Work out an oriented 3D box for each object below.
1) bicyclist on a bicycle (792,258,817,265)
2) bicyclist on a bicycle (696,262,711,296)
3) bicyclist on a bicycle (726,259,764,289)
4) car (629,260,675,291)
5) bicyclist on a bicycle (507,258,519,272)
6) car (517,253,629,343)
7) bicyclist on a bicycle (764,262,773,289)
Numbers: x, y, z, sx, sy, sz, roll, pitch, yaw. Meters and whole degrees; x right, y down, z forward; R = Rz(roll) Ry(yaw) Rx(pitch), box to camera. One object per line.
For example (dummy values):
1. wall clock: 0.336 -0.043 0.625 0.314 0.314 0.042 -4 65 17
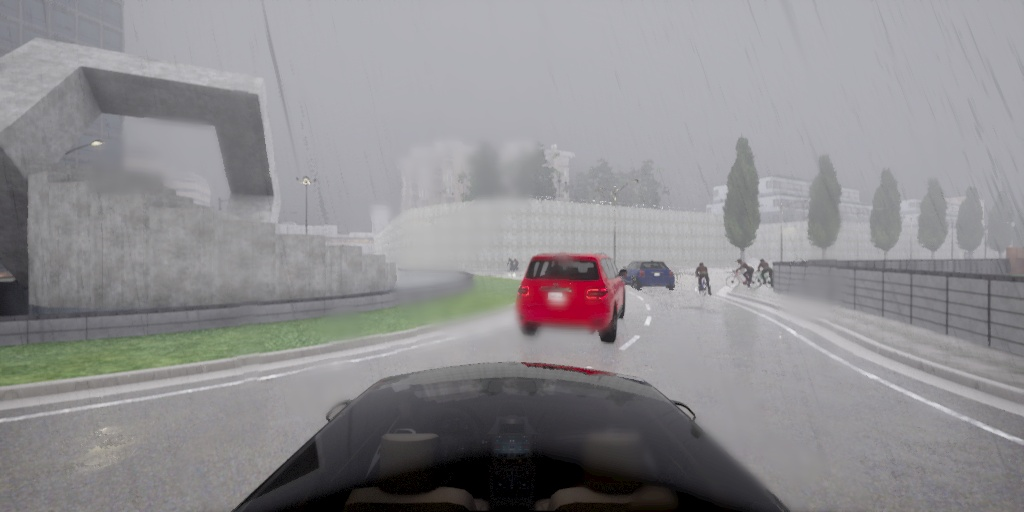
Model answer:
1. bicyclist on a bicycle: 16.275 0.759 20.119 0.582 1.656 1.620 27 -12 -2
2. bicyclist on a bicycle: 9.513 1.146 17.925 0.582 1.620 1.656 0 0 15
3. bicyclist on a bicycle: 12.736 0.988 19.778 1.656 1.620 0.582 0 0 32
4. car: 7.863 1.031 21.569 2.097 1.767 4.553 0 0 0
5. bicyclist on a bicycle: 0.390 1.030 41.641 0.582 1.620 1.656 11 12 35
6. car: 1.887 0.942 9.933 2.150 2.045 5.566 0 0 21
7. bicyclist on a bicycle: 14.186 0.990 20.197 0.582 1.620 1.656 0 0 5
